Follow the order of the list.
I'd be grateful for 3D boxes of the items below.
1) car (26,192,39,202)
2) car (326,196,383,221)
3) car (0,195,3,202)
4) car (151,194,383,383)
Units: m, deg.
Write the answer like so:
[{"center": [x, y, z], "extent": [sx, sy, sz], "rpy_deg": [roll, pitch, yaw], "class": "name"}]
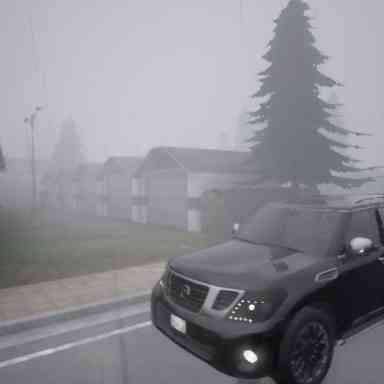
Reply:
[{"center": [-30.157, 0.886, 62.754], "extent": [1.905, 1.878, 3.866], "rpy_deg": [-2, 1, -36], "class": "car"}, {"center": [11.193, 1.011, 21.948], "extent": [1.994, 1.385, 4.181], "rpy_deg": [-1, 1, -24], "class": "car"}, {"center": [-37.282, 1.184, 62.968], "extent": [2.242, 1.667, 4.611], "rpy_deg": [-2, 1, -36], "class": "car"}, {"center": [2.093, 1.096, 5.422], "extent": [5.566, 2.045, 2.150], "rpy_deg": [-2, 1, -35], "class": "car"}]
